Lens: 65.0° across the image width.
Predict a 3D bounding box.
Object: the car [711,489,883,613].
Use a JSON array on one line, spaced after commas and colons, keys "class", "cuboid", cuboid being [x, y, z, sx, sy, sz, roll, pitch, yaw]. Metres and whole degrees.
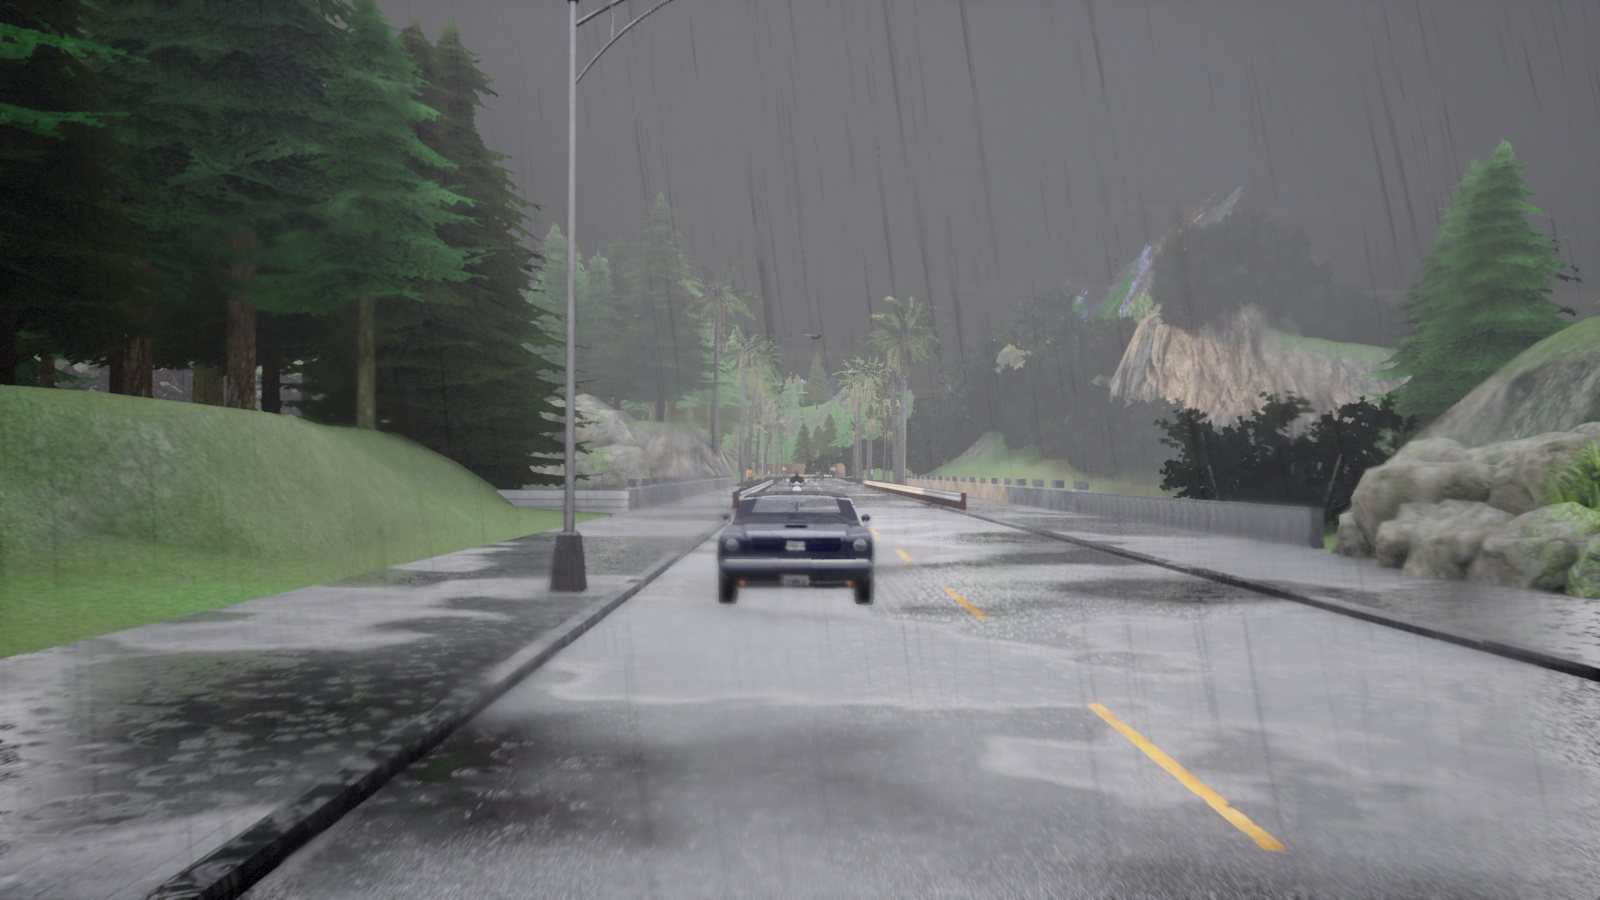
[{"class": "car", "cuboid": [-0.037, 1.186, 16.225, 1.895, 1.301, 4.718, 0, -1, 0]}]
